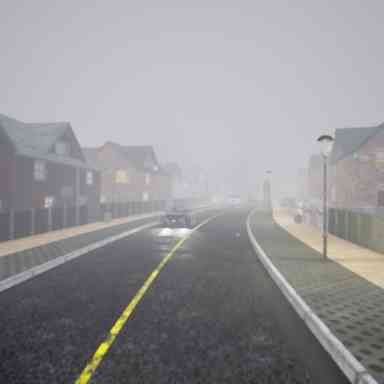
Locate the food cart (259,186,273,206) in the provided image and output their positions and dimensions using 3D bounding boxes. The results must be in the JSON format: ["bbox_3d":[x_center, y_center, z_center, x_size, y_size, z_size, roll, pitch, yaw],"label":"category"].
[{"bbox_3d":[13.789,0.737,61.900,2.280,3.560,4.660,-1,-2,13],"label":"food cart"}]

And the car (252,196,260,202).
[{"bbox_3d":[16.867,1.866,87.541,1.837,1.490,4.892,0,-1,13],"label":"car"}]

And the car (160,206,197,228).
[{"bbox_3d":[-0.866,1.659,23.162,1.994,1.385,4.181,0,0,9],"label":"car"}]

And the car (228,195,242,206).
[{"bbox_3d":[8.128,1.504,62.959,2.150,2.045,5.566,0,0,14],"label":"car"}]

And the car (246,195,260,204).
[{"bbox_3d":[12.499,1.568,69.378,2.097,1.767,4.553,0,0,13],"label":"car"}]
